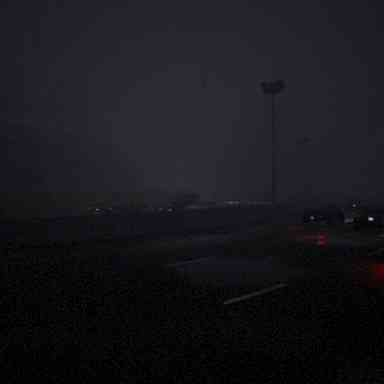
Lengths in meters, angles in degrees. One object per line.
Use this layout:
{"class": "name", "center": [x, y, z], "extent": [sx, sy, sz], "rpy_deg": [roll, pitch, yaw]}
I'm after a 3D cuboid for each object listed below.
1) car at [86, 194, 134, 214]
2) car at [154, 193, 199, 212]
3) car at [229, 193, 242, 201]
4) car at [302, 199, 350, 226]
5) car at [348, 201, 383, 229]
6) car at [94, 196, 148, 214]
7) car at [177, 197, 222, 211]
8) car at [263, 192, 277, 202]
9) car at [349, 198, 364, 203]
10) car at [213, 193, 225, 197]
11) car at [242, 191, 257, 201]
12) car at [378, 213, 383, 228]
{"class": "car", "center": [-8.315, 1.221, 34.803], "extent": [2.150, 2.045, 5.566], "rpy_deg": [0, 0, 40]}
{"class": "car", "center": [-1.232, 1.173, 32.506], "extent": [2.150, 2.045, 5.566], "rpy_deg": [0, 0, 37]}
{"class": "car", "center": [8.986, 1.229, 70.811], "extent": [1.994, 1.385, 4.181], "rpy_deg": [0, 0, 3]}
{"class": "car", "center": [9.025, 1.419, 22.751], "extent": [1.812, 1.442, 4.674], "rpy_deg": [0, 0, 39]}
{"class": "car", "center": [11.079, 1.447, 19.769], "extent": [1.994, 1.385, 4.181], "rpy_deg": [0, 0, 40]}
{"class": "car", "center": [-6.429, 1.469, 31.712], "extent": [1.882, 1.535, 5.008], "rpy_deg": [0, 0, 40]}
{"class": "car", "center": [1.033, 1.465, 29.793], "extent": [1.812, 1.442, 4.674], "rpy_deg": [0, 0, 37]}
{"class": "car", "center": [15.829, 0.950, 67.590], "extent": [2.150, 2.045, 5.566], "rpy_deg": [0, 0, 7]}
{"class": "car", "center": [17.821, 1.367, 36.478], "extent": [1.994, 1.385, 4.181], "rpy_deg": [0, 0, 27]}
{"class": "car", "center": [5.518, 0.921, 73.036], "extent": [1.882, 1.535, 5.008], "rpy_deg": [0, 0, -1]}
{"class": "car", "center": [12.499, 0.792, 71.598], "extent": [2.150, 2.045, 5.566], "rpy_deg": [0, 0, 3]}
{"class": "car", "center": [8.269, 1.445, 11.447], "extent": [4.674, 1.442, 1.812], "rpy_deg": [-1, 0, -44]}
